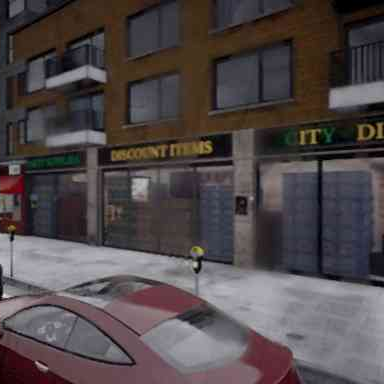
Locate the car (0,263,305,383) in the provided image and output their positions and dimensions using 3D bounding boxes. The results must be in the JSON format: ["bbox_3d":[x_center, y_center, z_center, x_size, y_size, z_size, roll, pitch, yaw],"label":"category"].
[{"bbox_3d":[-0.979,1.581,3.509,4.206,1.307,1.802,0,0,36],"label":"car"}]
